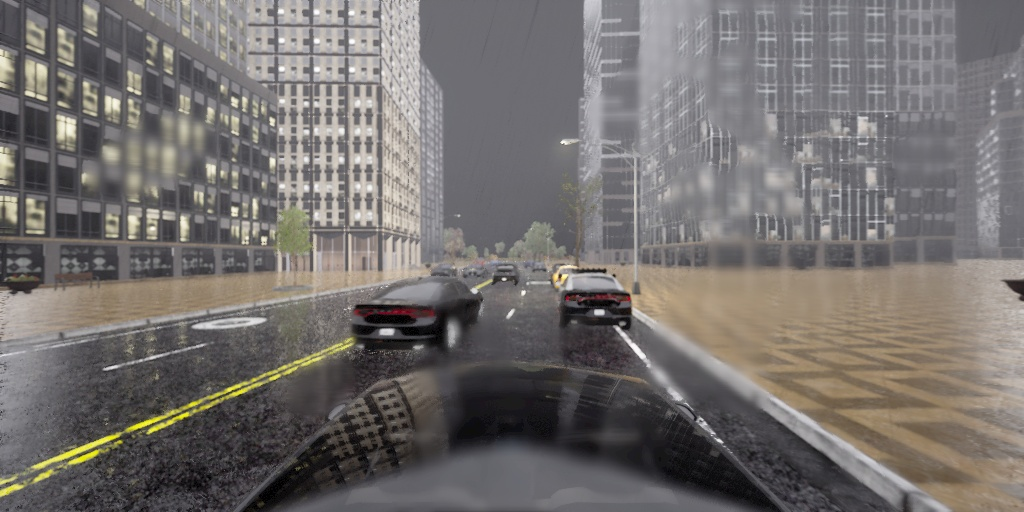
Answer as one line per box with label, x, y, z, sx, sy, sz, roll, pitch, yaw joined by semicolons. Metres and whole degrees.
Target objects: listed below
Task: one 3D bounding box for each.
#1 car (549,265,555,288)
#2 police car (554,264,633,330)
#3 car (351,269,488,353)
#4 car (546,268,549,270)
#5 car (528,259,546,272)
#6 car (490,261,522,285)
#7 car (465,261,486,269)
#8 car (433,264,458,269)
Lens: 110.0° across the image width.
car;3.397;1.276;21.669;1.801;1.575;5.366;0;0;5
police car;2.444;1.206;11.475;1.930;1.638;5.238;0;0;6
car;-2.016;1.263;9.071;1.882;1.535;5.008;0;0;7
car;3.820;1.348;27.558;1.837;1.490;4.892;0;0;4
car;3.669;1.484;48.972;2.033;1.411;5.357;0;0;0
car;-0.370;1.360;27.386;1.837;1.490;4.892;0;0;4
car;-3.450;1.458;34.128;1.994;1.385;4.181;0;0;3
car;-6.614;1.458;35.616;2.033;1.411;5.357;0;0;3
